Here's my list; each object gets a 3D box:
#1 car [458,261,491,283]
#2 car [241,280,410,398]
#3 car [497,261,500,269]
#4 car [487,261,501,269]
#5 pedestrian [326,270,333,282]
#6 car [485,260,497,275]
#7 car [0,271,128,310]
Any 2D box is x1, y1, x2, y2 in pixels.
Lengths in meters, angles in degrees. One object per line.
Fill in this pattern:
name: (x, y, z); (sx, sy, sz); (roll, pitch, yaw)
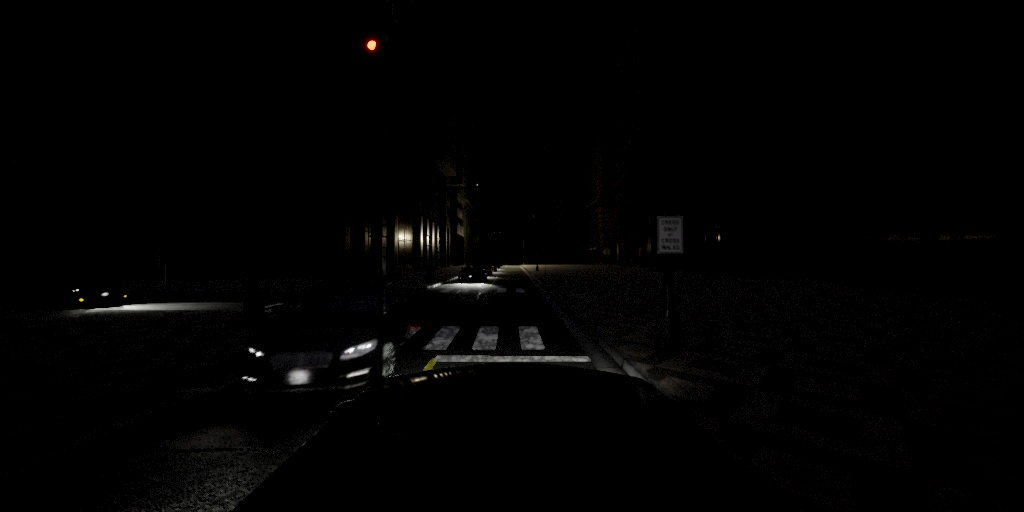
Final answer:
car: (-3.036, 1.327, 28.430); (1.994, 1.385, 4.181); (0, 0, 1)
car: (-3.084, 1.244, 6.867); (2.128, 1.511, 4.902); (0, 0, -10)
car: (-2.994, 1.323, 48.070); (1.837, 1.490, 4.892); (0, 0, 0)
car: (-2.921, 1.466, 59.147); (1.895, 1.301, 4.718); (0, 0, 1)
pedestrian: (-9.971, 0.974, 19.611); (0.375, 1.860, 0.375); (0, -1, 0)
car: (-3.025, 1.332, 37.751); (2.033, 1.411, 5.357); (0, 0, 0)
car: (-17.176, 1.246, 13.399); (4.181, 1.385, 1.994); (0, -1, 0)
